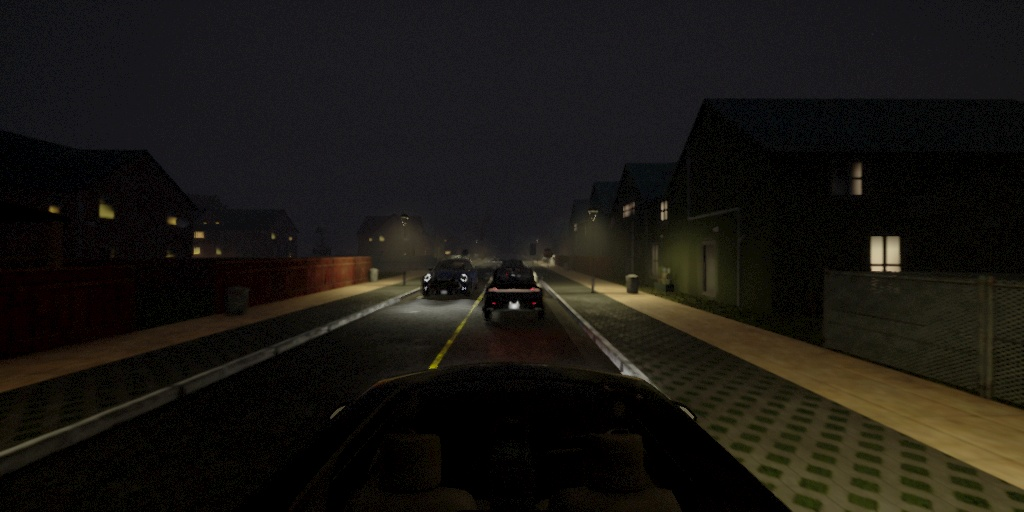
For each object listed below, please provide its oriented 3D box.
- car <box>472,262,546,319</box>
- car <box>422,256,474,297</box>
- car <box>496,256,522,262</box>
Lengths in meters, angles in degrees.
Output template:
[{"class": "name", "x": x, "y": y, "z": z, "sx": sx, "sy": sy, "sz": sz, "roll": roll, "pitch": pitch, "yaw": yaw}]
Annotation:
[{"class": "car", "x": 0.067, "y": 1.114, "z": 12.114, "sx": 2.128, "sy": 1.511, "sz": 4.902, "roll": 0, "pitch": 1, "yaw": 0}, {"class": "car", "x": -2.850, "y": 0.910, "z": 17.295, "sx": 2.097, "sy": 1.767, "sz": 4.553, "roll": 0, "pitch": 1, "yaw": 0}, {"class": "car", "x": 0.044, "y": 0.965, "z": 25.247, "sx": 1.837, "sy": 1.490, "sz": 4.892, "roll": 0, "pitch": 1, "yaw": 0}]
